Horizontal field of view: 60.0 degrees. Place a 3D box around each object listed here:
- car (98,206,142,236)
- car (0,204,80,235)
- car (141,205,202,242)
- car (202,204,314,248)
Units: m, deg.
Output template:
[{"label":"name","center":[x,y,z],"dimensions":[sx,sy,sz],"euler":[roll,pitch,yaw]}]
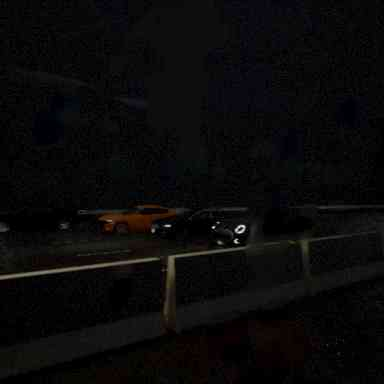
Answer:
[{"label":"car","center":[-2.736,1.497,18.796],"dimensions":[5.008,1.535,1.882],"euler":[0,0,-32]},{"label":"car","center":[-8.997,1.453,18.882],"dimensions":[5.008,1.535,1.882],"euler":[0,0,-34]},{"label":"car","center":[0.304,1.528,16.573],"dimensions":[4.902,1.511,2.128],"euler":[0,0,-32]},{"label":"car","center":[3.003,1.403,14.116],"dimensions":[4.553,1.767,2.097],"euler":[0,0,-31]}]
